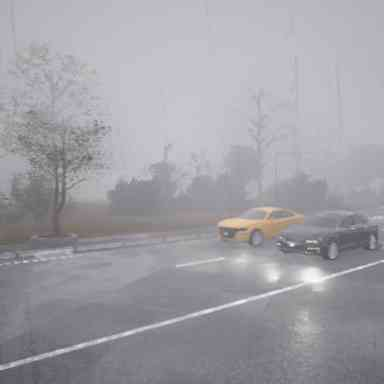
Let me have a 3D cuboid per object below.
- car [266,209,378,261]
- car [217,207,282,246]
[{"bbox_3d":[5.176,1.490,12.401,4.892,1.490,1.837,0,0,-38],"label":"car"},{"bbox_3d":[3.360,1.464,15.420,5.008,1.535,1.882,0,0,-39],"label":"car"}]
